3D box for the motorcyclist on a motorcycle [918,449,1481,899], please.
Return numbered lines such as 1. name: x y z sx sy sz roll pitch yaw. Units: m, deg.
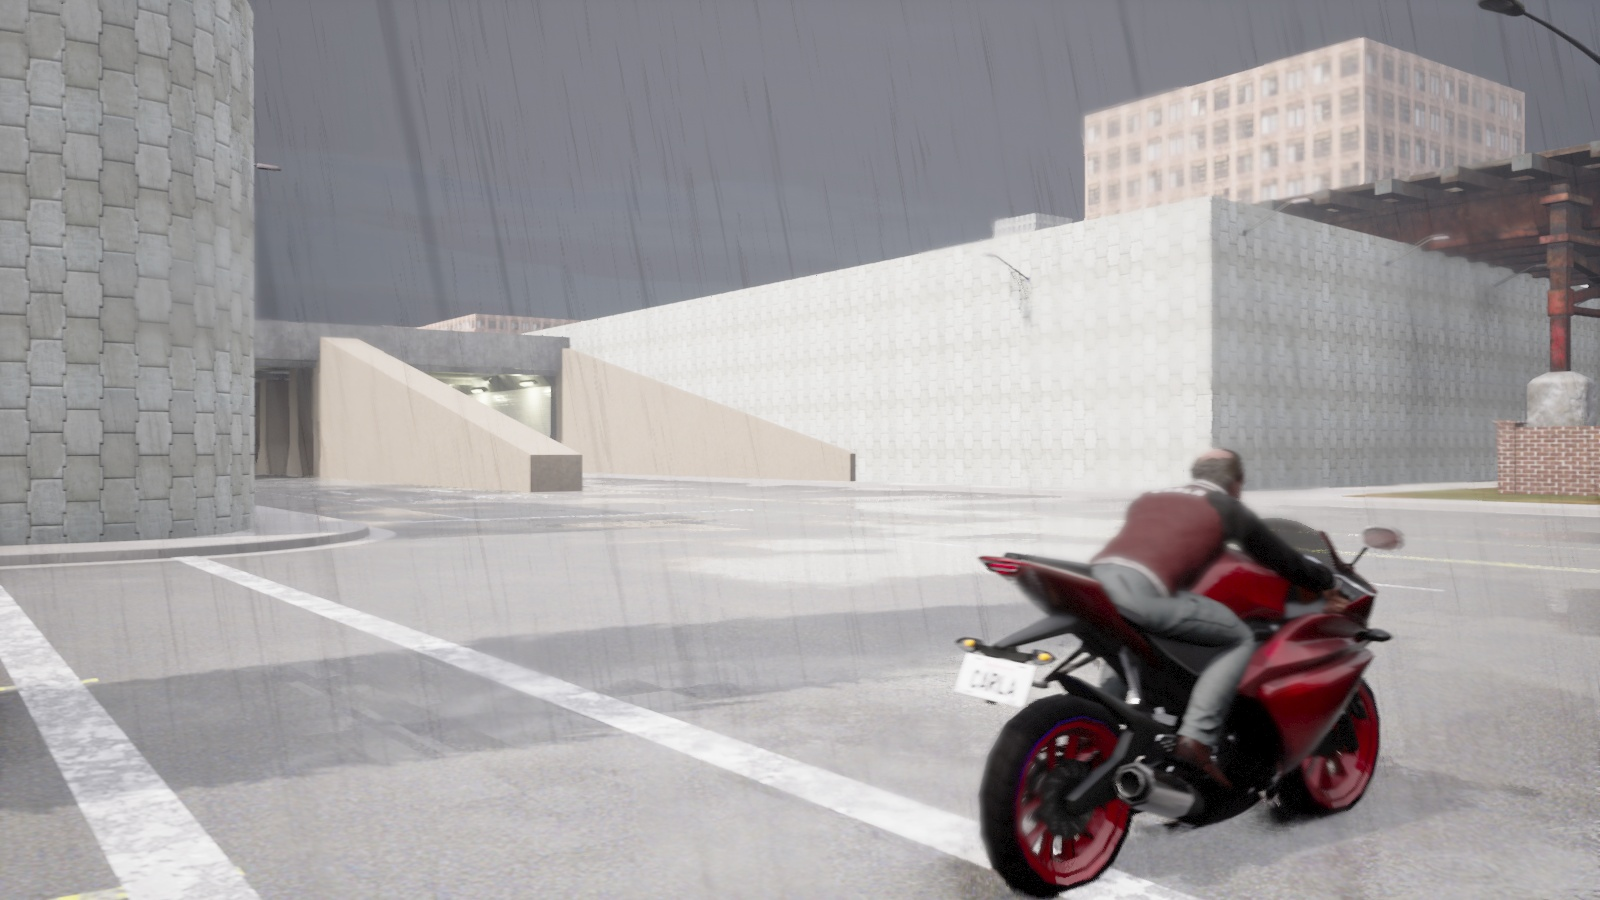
1. motorcyclist on a motorcycle: 1.574 0.769 4.755 2.191 1.530 0.866 0 0 -35
